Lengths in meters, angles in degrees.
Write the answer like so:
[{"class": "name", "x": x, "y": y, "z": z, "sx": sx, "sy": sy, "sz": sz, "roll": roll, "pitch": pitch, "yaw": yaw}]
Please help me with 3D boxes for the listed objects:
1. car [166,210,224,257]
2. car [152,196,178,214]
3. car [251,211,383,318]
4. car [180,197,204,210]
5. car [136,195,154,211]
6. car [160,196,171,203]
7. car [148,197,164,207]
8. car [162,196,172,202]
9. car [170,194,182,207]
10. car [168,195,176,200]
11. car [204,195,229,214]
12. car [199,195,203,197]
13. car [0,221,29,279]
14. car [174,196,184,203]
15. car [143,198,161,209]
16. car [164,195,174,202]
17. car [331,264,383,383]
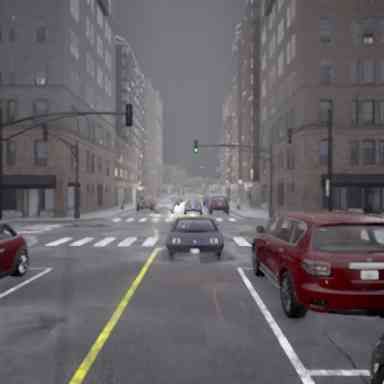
[{"class": "car", "x": 0.101, "y": 1.597, "z": 12.867, "sx": 1.895, "sy": 1.301, "sz": 4.718, "roll": 0, "pitch": 0, "yaw": 0}, {"class": "car", "x": -2.840, "y": 1.518, "z": 35.520, "sx": 1.812, "sy": 1.442, "sz": 4.674, "roll": 0, "pitch": 0, "yaw": 0}, {"class": "car", "x": 2.638, "y": 1.313, "z": 7.328, "sx": 2.192, "sy": 1.841, "sz": 5.009, "roll": 0, "pitch": 0, "yaw": 0}, {"class": "car", "x": 0.105, "y": 1.539, "z": 34.876, "sx": 2.033, "sy": 1.411, "sz": 5.357, "roll": 0, "pitch": 0, "yaw": 0}, {"class": "car", "x": -5.412, "y": 1.306, "z": 39.888, "sx": 2.192, "sy": 1.841, "sz": 5.009, "roll": 0, "pitch": 0, "yaw": 0}, {"class": "car", "x": -5.395, "y": 1.528, "z": 67.407, "sx": 1.887, "sy": 1.381, "sz": 4.507, "roll": 0, "pitch": 0, "yaw": 0}, {"class": "car", "x": -5.405, "y": 1.538, "z": 50.896, "sx": 2.008, "sy": 1.369, "sz": 4.403, "roll": 0, "pitch": 0, "yaw": 0}, {"class": "car", "x": -5.392, "y": 1.526, "z": 72.911, "sx": 1.887, "sy": 1.381, "sz": 4.507, "roll": 0, "pitch": 0, "yaw": 0}, {"class": "car", "x": -2.812, "y": 1.479, "z": 52.066, "sx": 2.128, "sy": 1.511, "sz": 4.902, "roll": 0, "pitch": 0, "yaw": 0}, {"class": "car", "x": -5.382, "y": 1.559, "z": 89.422, "sx": 1.802, "sy": 1.307, "sz": 4.206, "roll": 0, "pitch": 0, "yaw": 0}, {"class": "car", "x": 2.706, "y": 1.307, "z": 34.384, "sx": 2.192, "sy": 1.841, "sz": 5.009, "roll": 0, "pitch": 0, "yaw": 0}, {"class": "car", "x": 2.696, "y": 1.303, "z": 50.895, "sx": 2.192, "sy": 1.841, "sz": 5.009, "roll": 0, "pitch": 0, "yaw": 0}, {"class": "car", "x": -5.387, "y": 1.438, "z": 7.329, "sx": 1.967, "sy": 1.590, "sz": 4.097, "roll": 0, "pitch": 0, "yaw": 0}, {"class": "car", "x": -2.738, "y": 1.593, "z": 68.736, "sx": 1.895, "sy": 1.301, "sz": 4.718, "roll": 0, "pitch": 0, "yaw": 0}, {"class": "car", "x": -5.408, "y": 1.555, "z": 45.392, "sx": 1.947, "sy": 1.339, "sz": 4.313, "roll": 0, "pitch": 0, "yaw": 0}, {"class": "car", "x": -5.389, "y": 1.531, "z": 78.414, "sx": 2.008, "sy": 1.369, "sz": 4.403, "roll": 0, "pitch": 0, "yaw": 0}, {"class": "car", "x": 2.637, "y": 1.550, "z": 1.646, "sx": 2.008, "sy": 1.369, "sz": 4.403, "roll": 0, "pitch": 0, "yaw": 0}]
